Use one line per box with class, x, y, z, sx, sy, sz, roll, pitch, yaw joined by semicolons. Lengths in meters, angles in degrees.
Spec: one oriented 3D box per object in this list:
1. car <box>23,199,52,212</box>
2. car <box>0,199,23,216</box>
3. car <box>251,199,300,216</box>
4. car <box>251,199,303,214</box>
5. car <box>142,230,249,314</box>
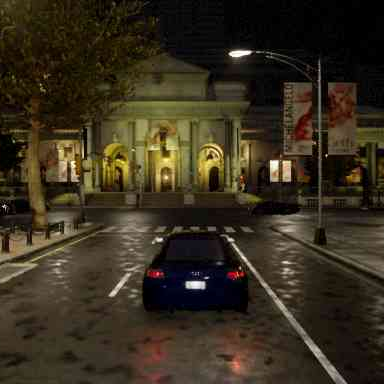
car;-17.458;1.505;35.235;4.892;1.490;1.837;0;0;0
car;-19.190;1.351;31.745;4.553;1.767;2.097;0;0;0
car;7.701;1.564;31.589;4.181;1.385;1.994;0;0;0
car;8.895;1.491;35.082;4.902;1.511;2.128;0;0;0
car;0.076;1.564;7.717;1.994;1.385;4.181;0;0;0
